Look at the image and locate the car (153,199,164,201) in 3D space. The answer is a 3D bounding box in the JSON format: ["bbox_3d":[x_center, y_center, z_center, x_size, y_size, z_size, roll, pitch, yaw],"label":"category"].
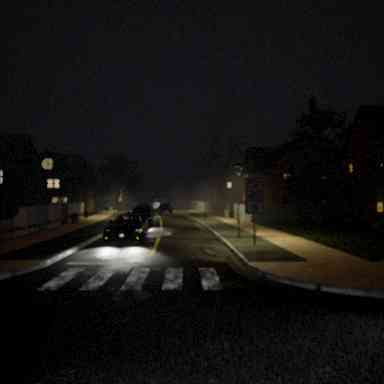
[{"bbox_3d":[-5.784,2.183,57.284,2.150,2.045,5.566,0,-1,-12],"label":"car"}]

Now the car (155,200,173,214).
[{"bbox_3d":[-3.834,2.257,47.352,1.837,1.490,4.892,0,-1,-10],"label":"car"}]

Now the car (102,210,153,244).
[{"bbox_3d":[-3.299,1.832,17.222,1.994,1.385,4.181,0,-1,-3],"label":"car"}]

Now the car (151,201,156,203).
[{"bbox_3d":[-5.883,2.176,42.123,1.812,1.442,4.674,0,-1,-9],"label":"car"}]

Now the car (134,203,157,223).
[{"bbox_3d":[-4.062,1.923,27.282,1.837,1.490,4.892,0,0,-6],"label":"car"}]
